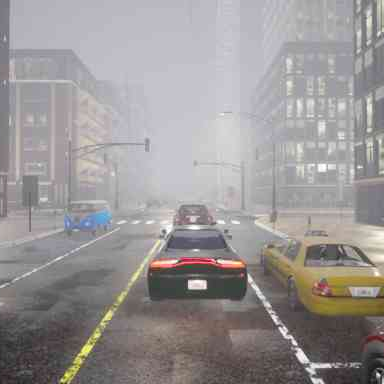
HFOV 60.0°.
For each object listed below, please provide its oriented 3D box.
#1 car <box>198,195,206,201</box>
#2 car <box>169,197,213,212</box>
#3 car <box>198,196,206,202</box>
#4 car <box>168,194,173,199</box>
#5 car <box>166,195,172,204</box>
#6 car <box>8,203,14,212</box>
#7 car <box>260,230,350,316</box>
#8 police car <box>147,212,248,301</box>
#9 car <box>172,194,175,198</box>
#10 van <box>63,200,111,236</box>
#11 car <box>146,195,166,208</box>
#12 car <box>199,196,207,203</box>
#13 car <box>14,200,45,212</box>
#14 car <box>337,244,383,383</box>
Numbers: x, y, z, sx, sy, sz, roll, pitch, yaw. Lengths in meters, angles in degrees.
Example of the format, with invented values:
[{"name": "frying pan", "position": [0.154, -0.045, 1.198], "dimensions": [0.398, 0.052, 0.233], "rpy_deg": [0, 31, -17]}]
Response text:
[{"name": "car", "position": [2.602, 1.704, 90.445], "dimensions": [1.967, 1.590, 4.097], "rpy_deg": [0, 0, 0]}, {"name": "car", "position": [0.066, 1.368, 18.644], "dimensions": [2.097, 1.767, 4.553], "rpy_deg": [0, 0, 0]}, {"name": "car", "position": [2.607, 1.801, 84.781], "dimensions": [1.947, 1.339, 4.313], "rpy_deg": [0, 0, 0]}, {"name": "car", "position": [-5.761, 1.760, 73.446], "dimensions": [1.802, 1.307, 4.206], "rpy_deg": [0, 0, 0]}, {"name": "car", "position": [-5.755, 1.719, 67.783], "dimensions": [1.947, 1.339, 4.313], "rpy_deg": [0, 0, 0]}, {"name": "car", "position": [-19.054, 1.214, 29.409], "dimensions": [5.009, 1.841, 2.192], "rpy_deg": [0, -1, 0]}, {"name": "car", "position": [2.699, 1.529, 7.523], "dimensions": [1.752, 1.417, 4.829], "rpy_deg": [1, 0, 0]}, {"name": "police car", "position": [0.093, 1.509, 8.449], "dimensions": [2.038, 1.542, 4.974], "rpy_deg": [0, 0, 0]}, {"name": "car", "position": [-5.766, 1.646, 79.110], "dimensions": [1.967, 1.590, 4.097], "rpy_deg": [0, 0, 0]}, {"name": "van", "position": [-5.679, 1.358, 18.391], "dimensions": [1.690, 1.788, 3.998], "rpy_deg": [1, 0, 0]}, {"name": "car", "position": [-5.735, 1.407, 50.797], "dimensions": [2.192, 1.841, 5.009], "rpy_deg": [0, 0, 0]}, {"name": "car", "position": [2.613, 1.732, 79.288], "dimensions": [1.752, 1.417, 4.829], "rpy_deg": [0, 0, 0]}, {"name": "car", "position": [-19.093, 1.538, 37.785], "dimensions": [4.507, 1.381, 1.887], "rpy_deg": [0, -1, 0]}, {"name": "car", "position": [2.704, 1.441, 1.829], "dimensions": [1.967, 1.590, 4.097], "rpy_deg": [1, 0, 0]}]
